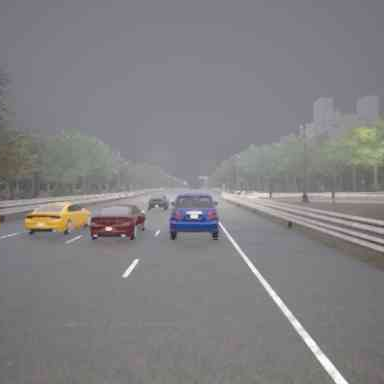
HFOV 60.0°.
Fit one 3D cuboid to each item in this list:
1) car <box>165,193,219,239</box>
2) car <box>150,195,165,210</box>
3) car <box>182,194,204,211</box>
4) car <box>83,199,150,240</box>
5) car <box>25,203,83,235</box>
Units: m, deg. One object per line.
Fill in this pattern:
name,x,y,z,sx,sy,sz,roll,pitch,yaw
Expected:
car,0.112,1.060,16.394,2.150,2.045,5.566,0,1,0
car,-3.400,1.066,34.503,1.837,1.490,4.892,0,1,0
car,0.097,1.054,34.397,2.128,1.511,4.902,0,1,0
car,-3.400,1.322,16.065,1.882,1.535,5.008,0,1,0
car,-6.900,1.298,17.646,1.882,1.535,5.008,0,1,0
